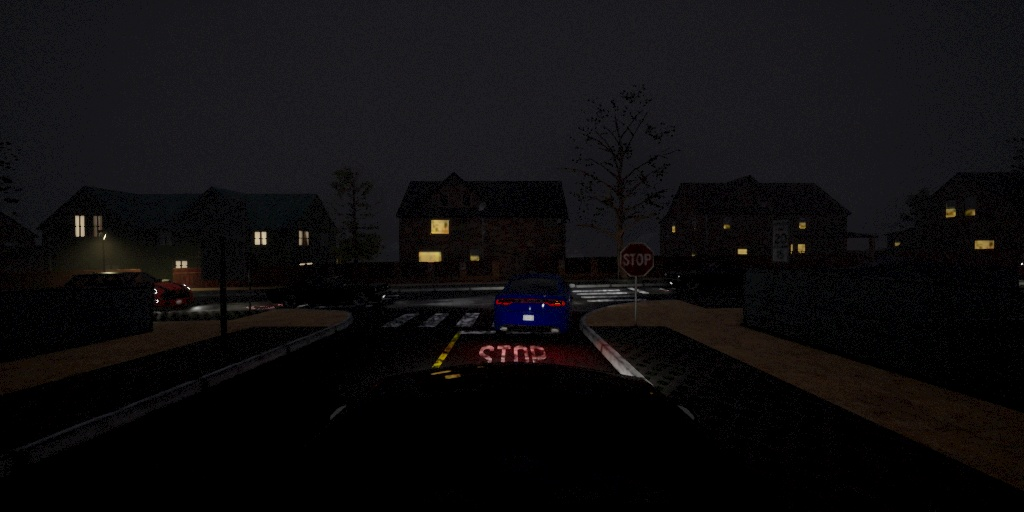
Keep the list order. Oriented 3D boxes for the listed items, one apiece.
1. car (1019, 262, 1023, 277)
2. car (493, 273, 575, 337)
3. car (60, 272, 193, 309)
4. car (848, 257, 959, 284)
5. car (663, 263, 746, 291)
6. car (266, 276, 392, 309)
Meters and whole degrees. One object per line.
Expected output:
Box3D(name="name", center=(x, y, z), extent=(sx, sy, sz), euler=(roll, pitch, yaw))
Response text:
Box3D(name="car", center=(29.572, 0.334, 18.593), extent=(4.553, 1.767, 2.097), euler=(-1, 1, 0))
Box3D(name="car", center=(0.789, 1.226, 10.440), extent=(1.882, 1.535, 5.008), euler=(0, 0, 10))
Box3D(name="car", center=(-16.794, 1.472, 15.646), extent=(4.553, 1.767, 2.097), euler=(-1, 1, 0))
Box3D(name="car", center=(20.062, 0.753, 18.605), extent=(5.357, 1.411, 2.033), euler=(-1, 1, 0))
Box3D(name="car", center=(10.416, 1.034, 18.572), extent=(4.718, 1.301, 1.895), euler=(-1, 1, -1))
Box3D(name="car", center=(-7.807, 1.506, 15.651), extent=(4.718, 1.301, 1.895), euler=(-1, 1, 0))
